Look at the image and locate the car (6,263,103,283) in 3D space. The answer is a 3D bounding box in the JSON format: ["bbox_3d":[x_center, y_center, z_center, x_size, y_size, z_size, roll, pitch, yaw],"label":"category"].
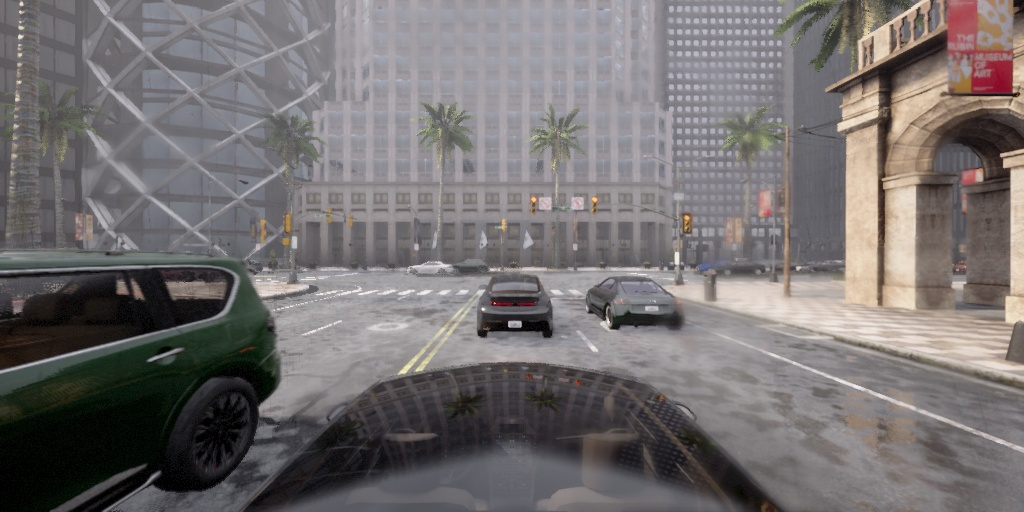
[{"bbox_3d":[-35.229,1.306,27.781,4.181,1.385,1.994,0,0,-22],"label":"car"}]

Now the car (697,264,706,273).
[{"bbox_3d":[23.457,1.215,40.264,5.008,1.535,1.882,0,0,0],"label":"car"}]

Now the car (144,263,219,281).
[{"bbox_3d":[-27.004,1.305,29.386,4.181,1.385,1.994,0,0,-4],"label":"car"}]

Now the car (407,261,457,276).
[{"bbox_3d":[-8.347,1.264,36.869,4.674,1.442,1.812,0,0,0],"label":"car"}]

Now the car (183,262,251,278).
[{"bbox_3d":[-26.944,1.266,32.884,4.674,1.442,1.812,0,0,-4],"label":"car"}]

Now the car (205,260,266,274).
[{"bbox_3d":[-30.565,1.229,39.793,4.902,1.511,2.128,0,0,-7],"label":"car"}]

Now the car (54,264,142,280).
[{"bbox_3d":[-35.908,1.342,31.287,4.718,1.301,1.895,0,0,-19],"label":"car"}]

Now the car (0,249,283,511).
[{"bbox_3d":[-3.600,0.971,1.644,2.150,2.045,5.566,0,0,0],"label":"car"}]

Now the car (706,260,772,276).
[{"bbox_3d":[23.195,1.216,36.765,5.008,1.535,1.882,0,0,0],"label":"car"}]

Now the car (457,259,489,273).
[{"bbox_3d":[-4.816,1.089,40.356,4.553,1.767,2.097,0,0,0],"label":"car"}]

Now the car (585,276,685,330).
[{"bbox_3d":[3.584,1.311,11.157,1.994,1.385,4.181,0,0,0],"label":"car"}]

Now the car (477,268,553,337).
[{"bbox_3d":[0.080,1.252,10.293,1.837,1.490,4.892,0,0,0],"label":"car"}]

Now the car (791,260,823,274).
[{"bbox_3d":[34.582,1.229,40.224,4.902,1.511,2.128,0,0,0],"label":"car"}]

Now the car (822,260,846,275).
[{"bbox_3d":[34.990,1.302,36.736,4.181,1.385,1.994,0,0,-1],"label":"car"}]
